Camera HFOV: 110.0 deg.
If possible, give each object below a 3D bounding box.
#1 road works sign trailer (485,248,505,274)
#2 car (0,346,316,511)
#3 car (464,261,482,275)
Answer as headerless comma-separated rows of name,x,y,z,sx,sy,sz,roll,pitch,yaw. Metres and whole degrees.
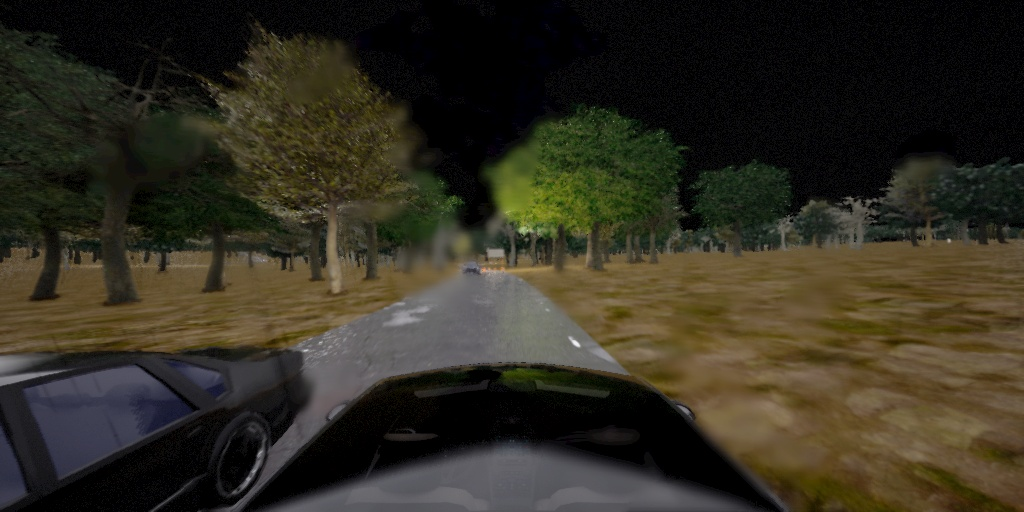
road works sign trailer,-2.250,0.648,50.527,2.380,3.560,2.880,0,0,-6
car,-3.112,1.313,1.639,2.033,1.411,5.357,0,0,0
car,-4.832,1.472,44.607,2.097,1.767,4.553,0,-1,-4
